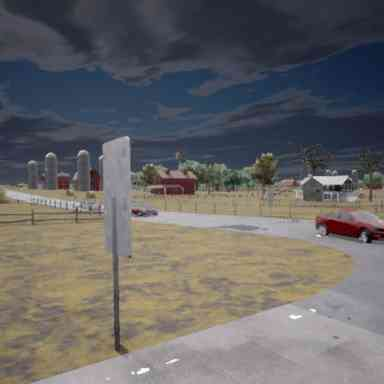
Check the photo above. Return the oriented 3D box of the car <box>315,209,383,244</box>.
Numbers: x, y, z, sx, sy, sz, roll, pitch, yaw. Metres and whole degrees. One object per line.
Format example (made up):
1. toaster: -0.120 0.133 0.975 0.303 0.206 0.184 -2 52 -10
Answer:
1. car: 8.571 1.682 17.425 1.882 1.535 5.008 -1 -1 -15

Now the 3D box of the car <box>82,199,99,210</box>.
1. car: -16.690 2.362 55.183 1.895 1.301 4.718 -1 1 -36

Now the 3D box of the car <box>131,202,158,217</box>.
1. car: -5.957 2.047 40.115 2.097 1.767 4.553 -1 0 -36

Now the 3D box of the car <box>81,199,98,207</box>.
1. car: -20.573 2.138 66.719 1.895 1.301 4.718 -1 1 -36
